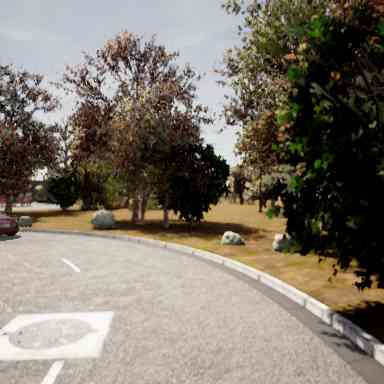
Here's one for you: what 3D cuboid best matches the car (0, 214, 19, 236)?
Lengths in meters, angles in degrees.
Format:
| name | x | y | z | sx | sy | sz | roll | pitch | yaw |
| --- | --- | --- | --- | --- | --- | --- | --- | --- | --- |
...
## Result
| name | x | y | z | sx | sy | sz | roll | pitch | yaw |
| --- | --- | --- | --- | --- | --- | --- | --- | --- | --- |
| car | -11.184 | 1.649 | 17.242 | 4.181 | 1.385 | 1.994 | 0 | -1 | 17 |
